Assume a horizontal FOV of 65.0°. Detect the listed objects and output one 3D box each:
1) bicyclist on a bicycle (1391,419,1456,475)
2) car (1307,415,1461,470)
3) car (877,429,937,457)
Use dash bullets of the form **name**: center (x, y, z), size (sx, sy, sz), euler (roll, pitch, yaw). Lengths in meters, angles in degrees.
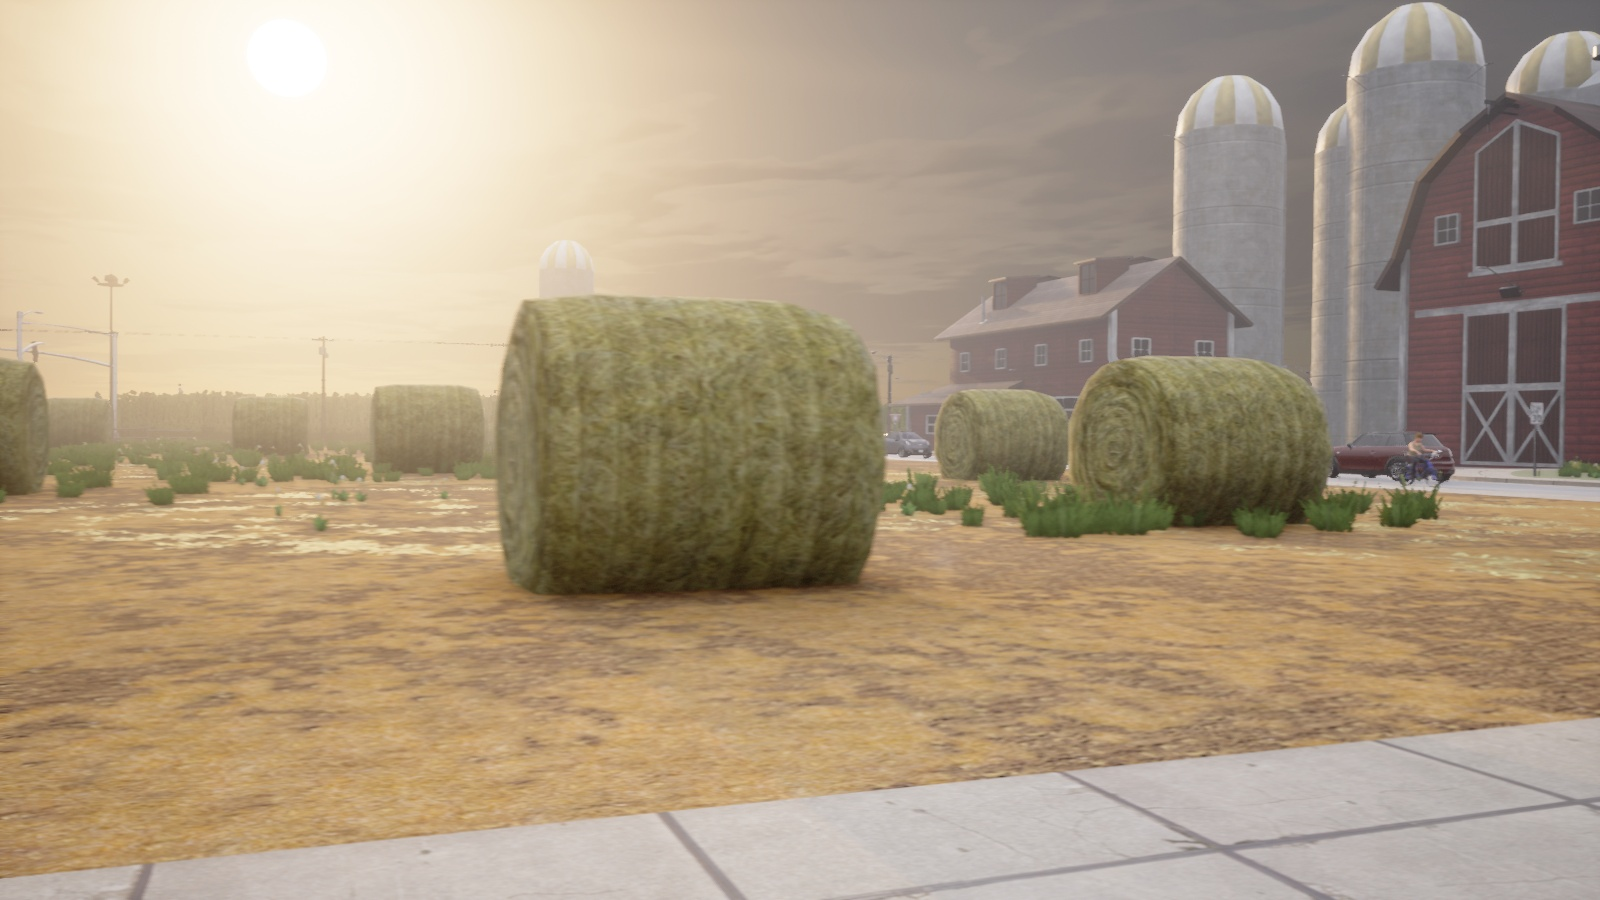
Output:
- **bicyclist on a bicycle**: center (18.417, -0.096, 37.131), size (0.866, 1.612, 1.509), euler (-1, 1, -22)
- **car**: center (19.864, -0.287, 42.940), size (2.097, 1.767, 4.553), euler (-1, 1, -22)
- **car**: center (5.819, -0.394, 68.589), size (1.845, 1.501, 3.633), euler (-1, 1, -22)
